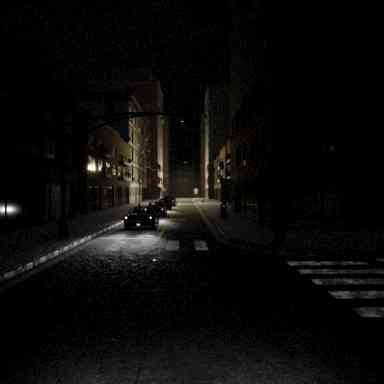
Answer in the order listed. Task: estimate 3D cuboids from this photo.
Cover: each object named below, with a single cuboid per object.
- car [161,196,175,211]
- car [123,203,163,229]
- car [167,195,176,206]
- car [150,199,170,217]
[{"bbox_3d":[-3.444,1.547,40.178,1.994,1.385,4.181,0,0,0],"label":"car"},{"bbox_3d":[-3.185,1.596,21.733,1.895,1.301,4.718,0,0,-1],"label":"car"},{"bbox_3d":[-3.560,1.323,50.887,2.097,1.767,4.553,0,0,0],"label":"car"},{"bbox_3d":[-3.324,1.591,30.960,1.895,1.301,4.718,0,0,-1],"label":"car"}]
